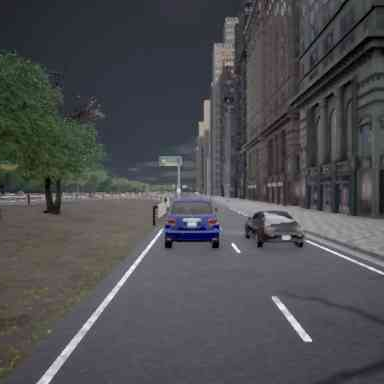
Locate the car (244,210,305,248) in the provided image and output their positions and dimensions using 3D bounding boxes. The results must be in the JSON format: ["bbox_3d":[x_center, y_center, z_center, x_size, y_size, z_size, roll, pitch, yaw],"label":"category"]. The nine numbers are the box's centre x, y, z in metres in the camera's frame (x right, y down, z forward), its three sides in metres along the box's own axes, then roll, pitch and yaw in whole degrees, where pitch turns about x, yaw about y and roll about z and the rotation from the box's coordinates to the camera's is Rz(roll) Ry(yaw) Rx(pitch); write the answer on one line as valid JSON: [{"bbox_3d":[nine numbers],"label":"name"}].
[{"bbox_3d":[3.500,1.529,14.650,1.812,1.442,4.674,0,0,0],"label":"car"}]

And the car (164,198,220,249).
[{"bbox_3d":[0.001,1.254,14.680,2.150,2.045,5.566,0,0,0],"label":"car"}]
